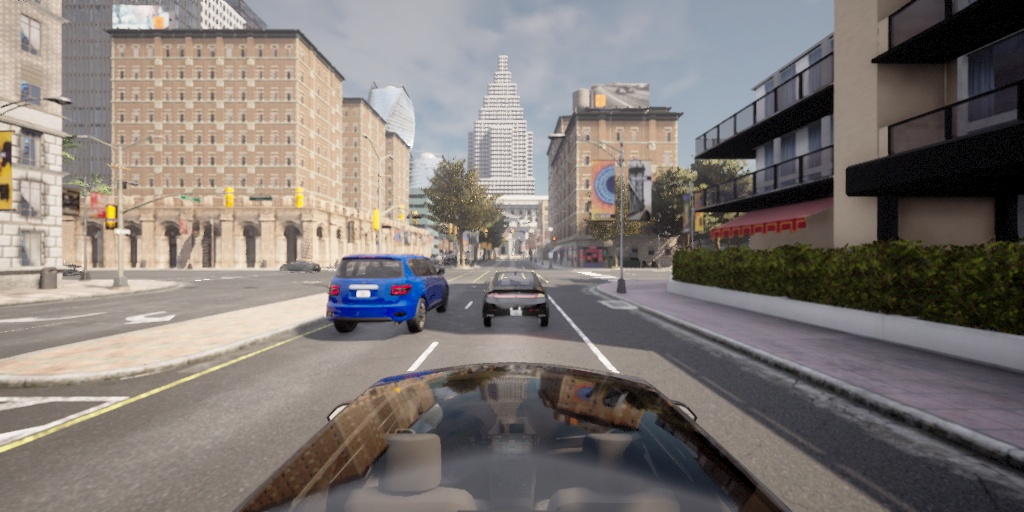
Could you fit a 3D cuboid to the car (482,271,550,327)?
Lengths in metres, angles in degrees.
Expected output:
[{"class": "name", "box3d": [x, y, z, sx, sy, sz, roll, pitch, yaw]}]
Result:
[{"class": "car", "box3d": [0.113, 1.221, 11.487, 2.128, 1.511, 4.902, 0, 0, 0]}]

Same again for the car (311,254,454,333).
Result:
[{"class": "car", "box3d": [-3.391, 0.952, 10.877, 2.150, 2.045, 5.566, 0, 0, 0]}]

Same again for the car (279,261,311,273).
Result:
[{"class": "car", "box3d": [-24.474, 1.230, 41.458, 4.181, 1.385, 1.994, 0, 0, 5]}]

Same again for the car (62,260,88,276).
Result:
[{"class": "car", "box3d": [-43.880, 1.171, 34.479, 4.902, 1.511, 2.128, 0, 0, 0]}]
